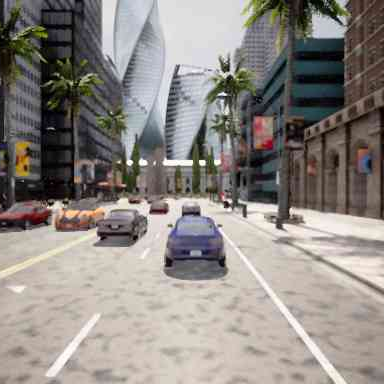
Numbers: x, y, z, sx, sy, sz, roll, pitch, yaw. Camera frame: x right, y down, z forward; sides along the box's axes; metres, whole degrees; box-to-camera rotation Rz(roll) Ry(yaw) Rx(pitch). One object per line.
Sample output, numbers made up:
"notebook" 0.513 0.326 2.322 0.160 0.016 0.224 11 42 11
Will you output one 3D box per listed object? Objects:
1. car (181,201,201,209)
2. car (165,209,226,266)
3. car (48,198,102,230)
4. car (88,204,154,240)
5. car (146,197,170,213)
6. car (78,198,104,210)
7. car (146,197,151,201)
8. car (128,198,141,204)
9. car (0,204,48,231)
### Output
"car" -0.092 1.613 32.177 2.033 1.411 5.357 0 0 -1
"car" 0.100 1.549 11.575 1.812 1.442 4.674 0 0 0
"car" -7.176 1.396 21.590 2.097 1.767 4.553 0 0 -1
"car" -3.435 1.583 17.201 2.033 1.411 5.357 0 0 -1
"car" -3.656 1.641 37.891 1.994 1.385 4.181 0 0 -1
"car" -13.935 1.575 46.255 2.231 1.521 4.892 0 0 -1
"car" -7.564 1.606 63.643 1.882 1.535 5.008 0 0 0
"car" -11.053 1.730 64.023 1.895 1.301 4.718 0 0 0
"car" -10.673 1.521 21.362 1.882 1.535 5.008 0 0 -1
